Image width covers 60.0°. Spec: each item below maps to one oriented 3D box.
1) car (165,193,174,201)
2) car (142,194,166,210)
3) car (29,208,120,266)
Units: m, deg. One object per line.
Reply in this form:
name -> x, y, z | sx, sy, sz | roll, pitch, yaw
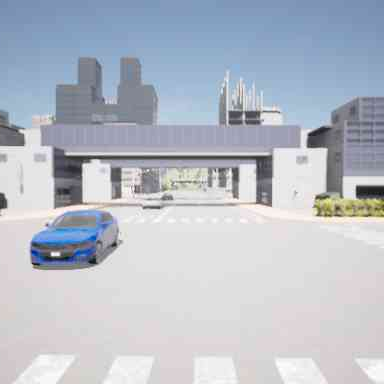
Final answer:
car -> -4.218, 0.911, 58.265 | 1.994, 1.385, 4.181 | 0, 1, 0
car -> -4.194, 1.201, 36.173 | 1.895, 1.301, 4.718 | 0, 1, 0
car -> -3.734, 1.361, 11.373 | 1.882, 1.535, 5.008 | 0, 1, -2
